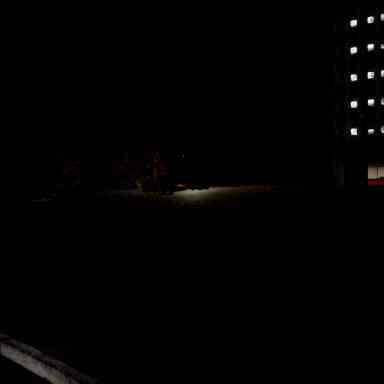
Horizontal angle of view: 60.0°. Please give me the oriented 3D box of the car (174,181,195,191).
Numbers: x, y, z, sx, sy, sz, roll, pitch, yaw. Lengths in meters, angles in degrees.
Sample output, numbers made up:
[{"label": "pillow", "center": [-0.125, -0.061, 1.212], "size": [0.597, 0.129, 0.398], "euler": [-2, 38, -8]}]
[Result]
[{"label": "car", "center": [-1.379, -1.201, 63.769], "size": [2.097, 1.767, 4.553], "euler": [0, 2, 29]}]

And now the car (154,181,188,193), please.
[{"label": "car", "center": [-3.281, -0.592, 53.757], "size": [2.033, 1.411, 5.357], "euler": [0, 2, 30]}]

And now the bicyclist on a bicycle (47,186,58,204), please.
[{"label": "bicyclist on a bicycle", "center": [-12.699, 0.252, 30.290], "size": [1.656, 1.620, 0.582], "euler": [-1, 2, 33]}]

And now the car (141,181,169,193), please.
[{"label": "car", "center": [-6.661, -1.021, 60.992], "size": [2.150, 2.045, 5.566], "euler": [0, 2, 30]}]

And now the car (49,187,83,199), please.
[{"label": "car", "center": [-16.714, 0.077, 44.315], "size": [1.812, 1.442, 4.674], "euler": [0, 3, 32]}]

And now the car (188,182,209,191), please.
[{"label": "car", "center": [1.498, -0.965, 62.255], "size": [1.895, 1.301, 4.718], "euler": [0, 2, 29]}]

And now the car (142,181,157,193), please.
[{"label": "car", "center": [-6.059, -0.584, 55.445], "size": [2.033, 1.411, 5.357], "euler": [0, 2, 30]}]
